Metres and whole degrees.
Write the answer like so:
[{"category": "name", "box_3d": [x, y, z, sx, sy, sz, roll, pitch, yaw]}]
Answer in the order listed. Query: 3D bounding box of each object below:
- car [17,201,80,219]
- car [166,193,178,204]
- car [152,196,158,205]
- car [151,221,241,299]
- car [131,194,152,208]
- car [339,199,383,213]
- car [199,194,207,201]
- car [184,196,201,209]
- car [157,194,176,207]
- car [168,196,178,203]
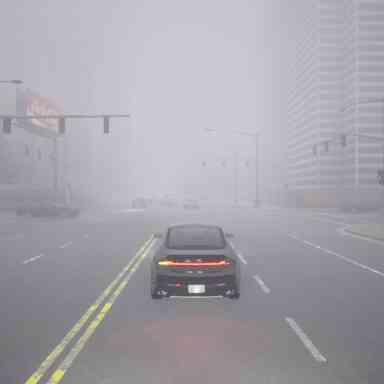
[{"category": "car", "box_3d": [-12.059, 1.477, 28.089, 5.008, 1.535, 1.882, 0, 0, -1]}, {"category": "car", "box_3d": [-3.977, 1.221, 61.278, 2.150, 2.045, 5.566, 0, 0, 0]}, {"category": "car", "box_3d": [-7.466, 1.601, 56.985, 1.895, 1.301, 4.718, 0, 0, 0]}, {"category": "car", "box_3d": [0.054, 1.505, 8.443, 1.837, 1.490, 4.892, 0, 0, -1]}, {"category": "car", "box_3d": [-7.424, 1.491, 47.721, 2.128, 1.511, 4.902, 0, 0, 0]}, {"category": "car", "box_3d": [18.438, 1.478, 35.660, 5.008, 1.535, 1.882, 0, 0, -1]}, {"category": "car", "box_3d": [2.897, 1.355, 88.700, 2.097, 1.767, 4.553, 0, 0, 0]}, {"category": "car", "box_3d": [-0.151, 1.601, 45.655, 1.895, 1.301, 4.718, 0, 0, 0]}, {"category": "car", "box_3d": [-3.927, 1.526, 51.699, 1.812, 1.442, 4.674, 0, 0, 0]}, {"category": "car", "box_3d": [-3.983, 1.595, 71.324, 1.895, 1.301, 4.718, 0, 0, 0]}]
